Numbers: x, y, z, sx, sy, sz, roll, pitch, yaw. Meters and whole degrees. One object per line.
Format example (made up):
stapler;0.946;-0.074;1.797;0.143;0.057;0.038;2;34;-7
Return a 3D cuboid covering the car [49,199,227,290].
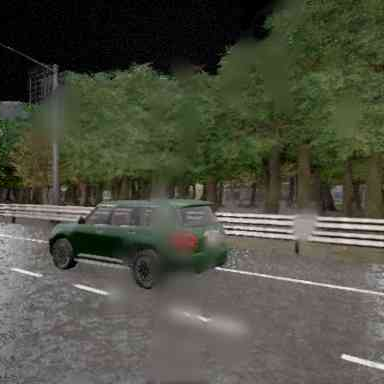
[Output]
car;-1.697;1.225;9.376;5.566;2.045;2.150;0;0;36
